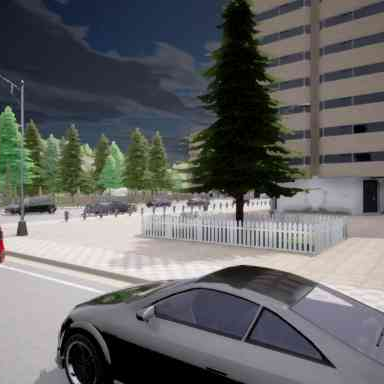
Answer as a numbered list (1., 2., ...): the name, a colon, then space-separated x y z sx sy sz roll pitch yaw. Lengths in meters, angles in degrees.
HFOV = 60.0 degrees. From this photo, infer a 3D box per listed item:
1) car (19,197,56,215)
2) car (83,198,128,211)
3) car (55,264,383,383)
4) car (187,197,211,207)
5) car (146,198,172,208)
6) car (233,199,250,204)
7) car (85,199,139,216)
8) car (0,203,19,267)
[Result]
1. car: -16.187 1.352 33.554 2.097 1.767 4.553 0 0 35
2. car: -10.612 1.547 41.391 2.033 1.411 5.357 0 0 35
3. car: 0.373 1.564 3.726 4.181 1.385 1.994 0 0 35
4. car: 1.097 1.526 51.481 1.812 1.442 4.674 0 0 35
5. car: -4.923 1.564 49.362 1.994 1.385 4.181 0 0 36
6. car: 9.482 1.564 63.248 1.994 1.385 4.181 0 0 35
7. car: -7.741 1.547 33.010 2.033 1.411 5.357 0 0 35
8. car: -7.318 1.221 9.157 5.566 2.045 2.150 0 0 36
